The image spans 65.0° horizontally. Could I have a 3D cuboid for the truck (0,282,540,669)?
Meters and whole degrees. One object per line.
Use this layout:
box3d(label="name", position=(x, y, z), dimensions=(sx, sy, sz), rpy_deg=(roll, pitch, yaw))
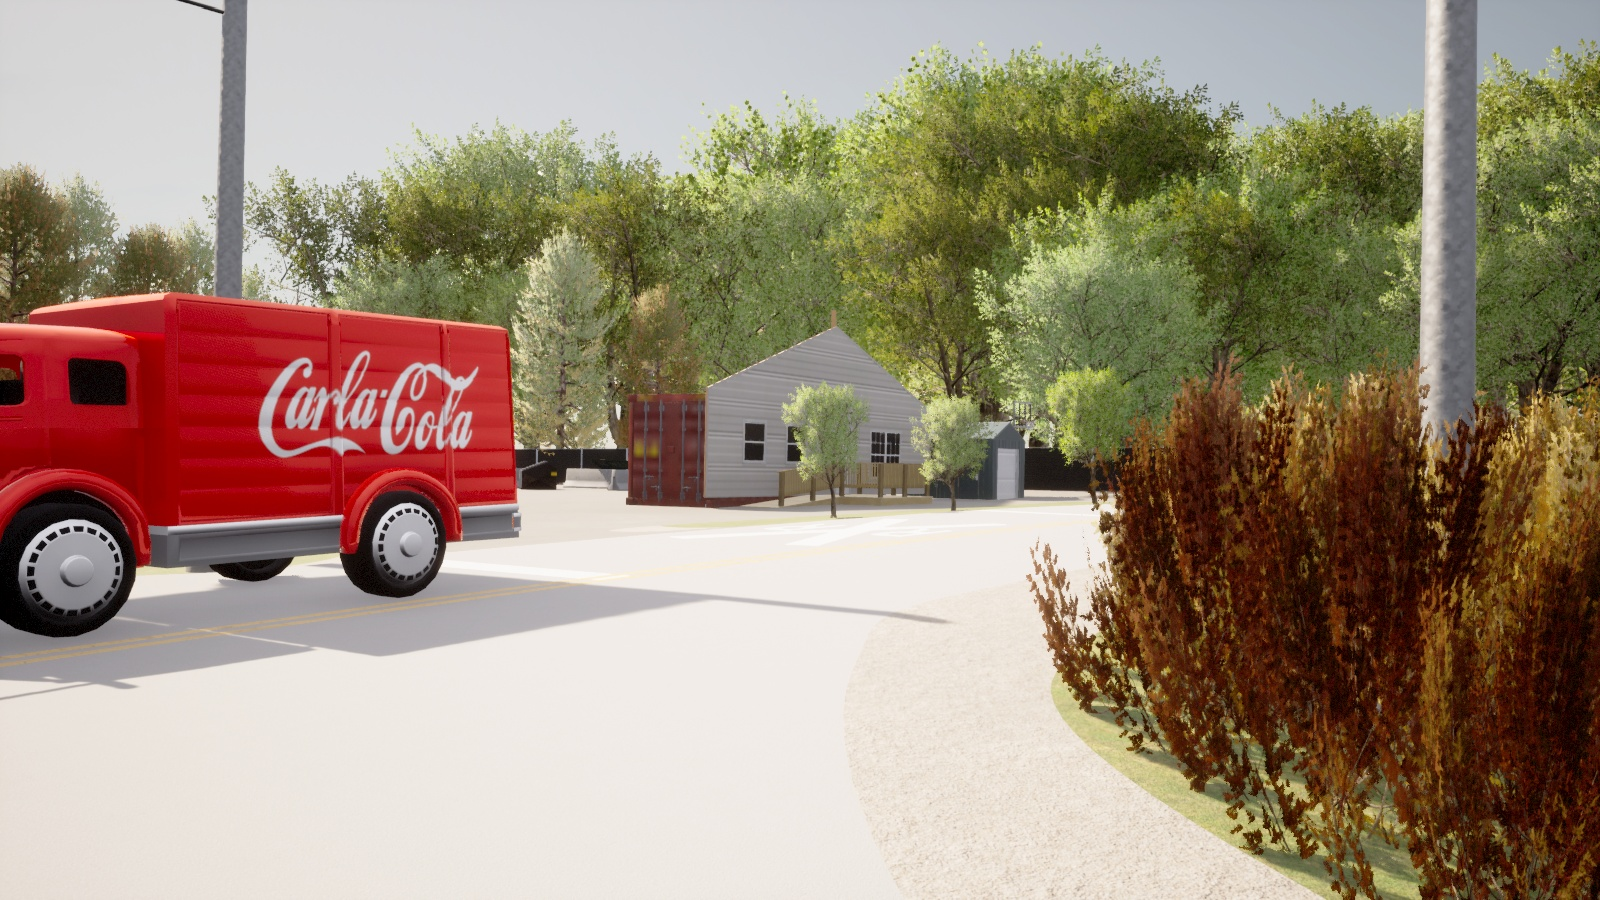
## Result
box3d(label="truck", position=(-5.027, 0.128, 10.451), dimensions=(2.627, 2.467, 5.204), rpy_deg=(-1, 1, 34))
